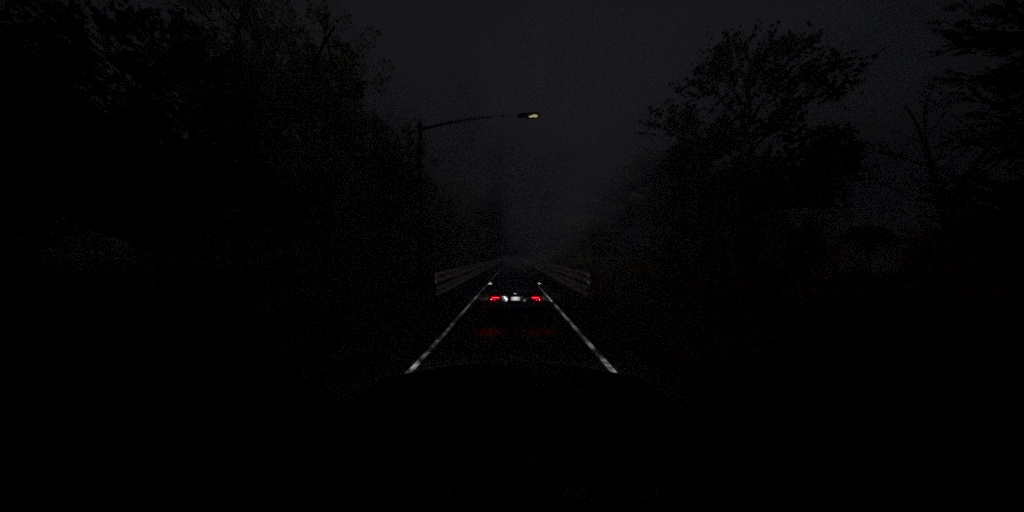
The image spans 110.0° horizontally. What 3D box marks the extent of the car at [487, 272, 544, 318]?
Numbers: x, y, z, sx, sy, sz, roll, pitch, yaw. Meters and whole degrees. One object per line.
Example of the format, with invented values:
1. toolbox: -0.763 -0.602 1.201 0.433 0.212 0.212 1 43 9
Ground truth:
1. car: 0.104 1.300 13.017 2.033 1.411 5.357 0 0 0
